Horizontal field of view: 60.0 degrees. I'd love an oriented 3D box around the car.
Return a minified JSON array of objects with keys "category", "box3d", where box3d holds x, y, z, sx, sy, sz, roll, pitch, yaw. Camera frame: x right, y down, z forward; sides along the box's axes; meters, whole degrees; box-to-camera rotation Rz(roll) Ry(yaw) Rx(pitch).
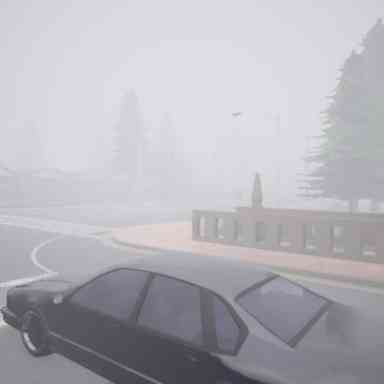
[{"category":"car","box3d":[-0.233,1.510,4.138,5.357,1.411,2.033,1,1,36]}]
